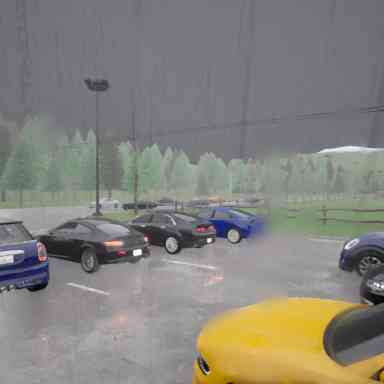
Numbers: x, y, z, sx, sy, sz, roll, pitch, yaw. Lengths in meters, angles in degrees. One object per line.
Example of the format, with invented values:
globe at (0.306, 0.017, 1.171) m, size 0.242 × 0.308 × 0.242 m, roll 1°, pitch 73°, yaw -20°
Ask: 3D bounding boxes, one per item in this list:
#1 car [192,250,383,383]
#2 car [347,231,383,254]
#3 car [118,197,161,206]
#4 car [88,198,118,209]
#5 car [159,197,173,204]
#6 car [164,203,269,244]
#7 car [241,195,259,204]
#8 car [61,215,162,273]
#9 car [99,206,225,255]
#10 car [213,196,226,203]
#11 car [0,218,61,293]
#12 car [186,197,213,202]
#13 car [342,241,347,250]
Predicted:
car at (2.300, 1.477, 2.353) m, size 5.008 × 1.535 × 1.882 m, roll 0°, pitch 0°, yaw 36°
car at (5.081, 1.491, 4.667) m, size 4.902 × 1.511 × 2.128 m, roll 0°, pitch 0°, yaw 35°
car at (-6.457, 1.618, 41.236) m, size 1.895 × 1.301 × 4.718 m, roll 0°, pitch 0°, yaw 35°
car at (-11.967, 1.548, 45.565) m, size 1.812 × 1.442 × 4.674 m, roll 0°, pitch 0°, yaw 35°
car at (-5.148, 1.528, 54.953) m, size 1.837 × 1.490 × 4.892 m, roll 0°, pitch 0°, yaw 36°
car at (1.181, 1.483, 15.988) m, size 5.008 × 1.535 × 1.882 m, roll 0°, pitch 0°, yaw 36°
car at (11.418, 1.369, 65.679) m, size 2.097 × 1.767 × 4.553 m, roll 0°, pitch 0°, yaw 37°
car at (-3.393, 1.531, 10.658) m, size 4.674 × 1.442 × 1.812 m, roll 0°, pitch 0°, yaw 36°
car at (-1.340, 1.510, 13.494) m, size 4.892 × 1.490 × 1.837 m, roll 0°, pitch 0°, yaw 36°
car at (5.083, 1.499, 68.819) m, size 1.882 × 1.535 × 5.008 m, roll 0°, pitch 0°, yaw 36°
car at (-5.386, 1.357, 7.779) m, size 4.553 × 1.767 × 2.097 m, roll 0°, pitch 0°, yaw 36°
car at (0.752, 1.543, 51.166) m, size 1.812 × 1.442 × 4.674 m, roll 0°, pitch 0°, yaw 36°
car at (6.143, 1.352, 8.209) m, size 4.553 × 1.767 × 2.097 m, roll 0°, pitch 0°, yaw 35°
